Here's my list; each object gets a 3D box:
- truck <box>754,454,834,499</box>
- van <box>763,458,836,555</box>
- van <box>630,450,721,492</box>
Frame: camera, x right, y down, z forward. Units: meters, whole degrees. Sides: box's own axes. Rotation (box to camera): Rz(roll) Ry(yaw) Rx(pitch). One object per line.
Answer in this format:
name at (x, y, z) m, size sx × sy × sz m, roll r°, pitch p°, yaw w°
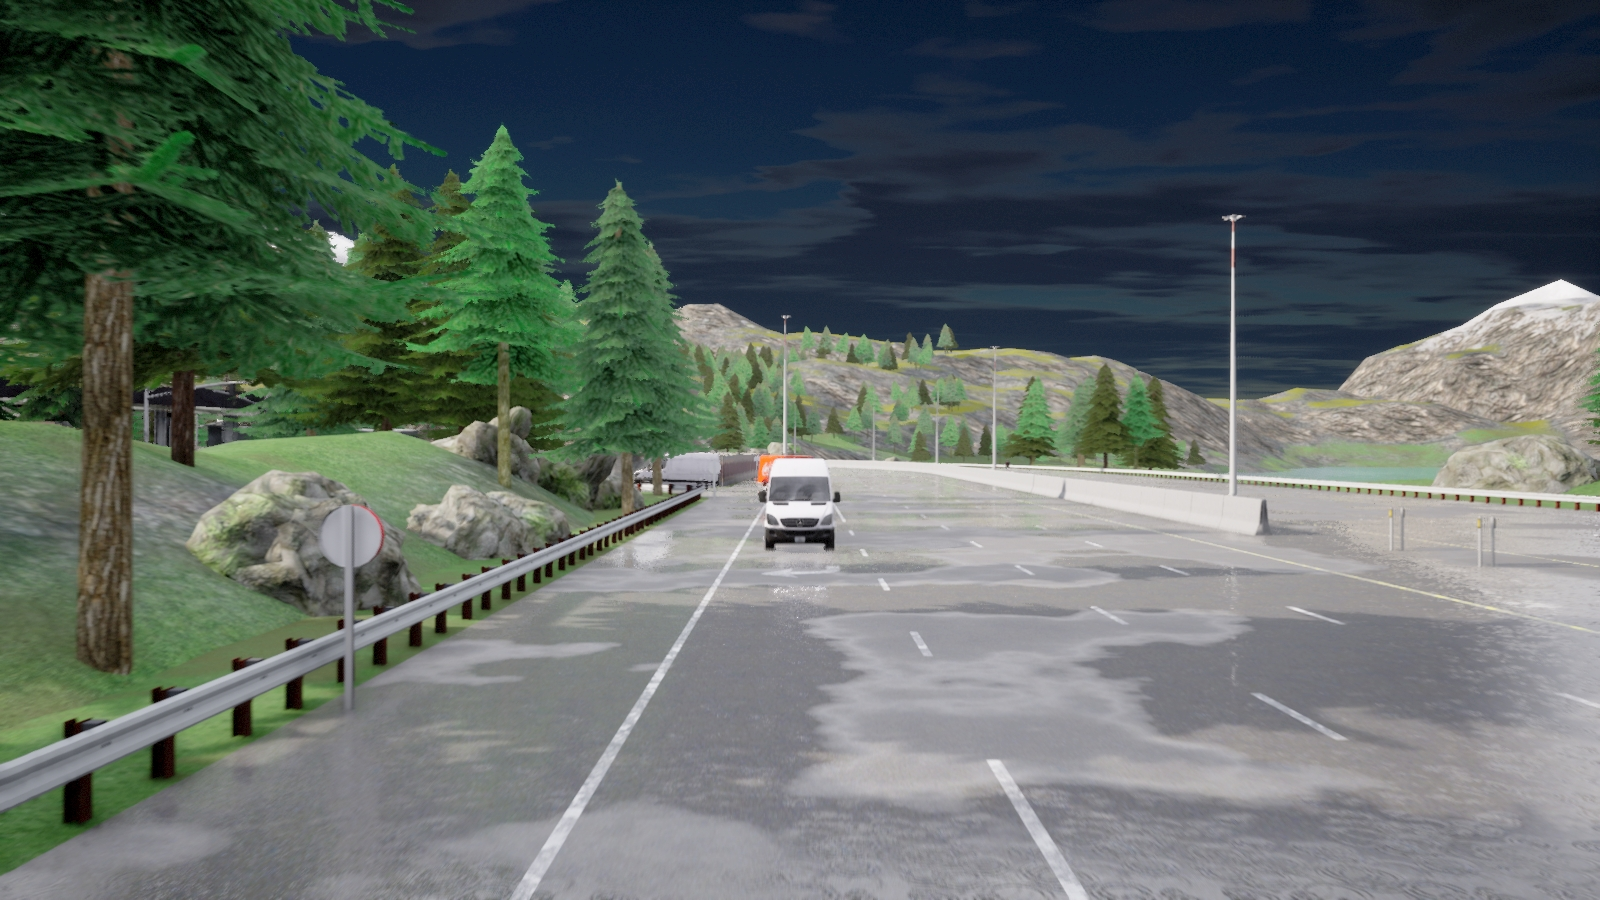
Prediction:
truck at (-0.411, 1.562, 69.306) m, size 2.627 × 2.467 × 5.204 m, roll 1°, pitch 0°, yaw -28°
van at (-0.013, 1.539, 33.736) m, size 1.988 × 2.561 × 5.915 m, roll 0°, pitch 0°, yaw 0°
van at (-8.369, 1.398, 76.667) m, size 5.915 × 2.561 × 1.988 m, roll 2°, pitch 0°, yaw -7°
